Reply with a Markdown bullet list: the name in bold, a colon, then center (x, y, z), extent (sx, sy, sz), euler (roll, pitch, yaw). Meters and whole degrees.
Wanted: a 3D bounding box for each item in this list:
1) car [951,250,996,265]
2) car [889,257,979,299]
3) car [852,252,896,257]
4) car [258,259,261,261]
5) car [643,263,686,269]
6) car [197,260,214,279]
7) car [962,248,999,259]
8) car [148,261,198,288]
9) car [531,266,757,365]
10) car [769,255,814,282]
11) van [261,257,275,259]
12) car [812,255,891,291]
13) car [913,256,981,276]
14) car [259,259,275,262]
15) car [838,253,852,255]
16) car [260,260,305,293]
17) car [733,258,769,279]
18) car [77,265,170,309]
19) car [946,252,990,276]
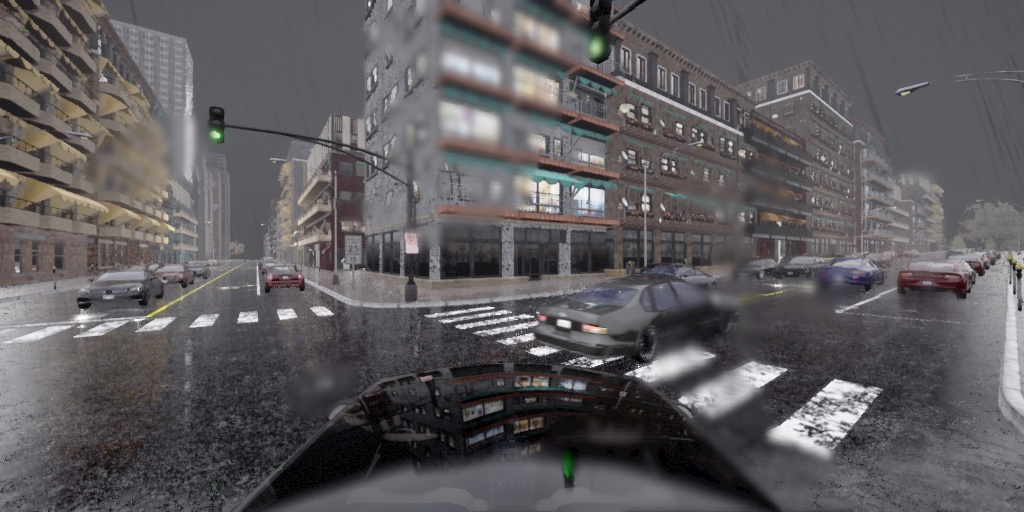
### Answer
- **car**: center (40.174, 0.412, 31.191), extent (4.403, 1.370, 2.007), euler (0, 0, -36)
- **car**: center (17.242, 0.864, 14.604), extent (4.507, 1.381, 1.888), euler (0, 0, -36)
- **car**: center (34.435, 0.430, 34.077), extent (5.008, 1.535, 1.882), euler (-1, 0, -36)
- **car**: center (-29.450, 1.343, 43.557), extent (1.802, 1.307, 4.207), euler (0, 0, -35)
- **car**: center (6.131, 1.059, 13.840), extent (4.181, 1.385, 1.994), euler (-1, 0, -36)
- **car**: center (-28.040, 1.322, 31.614), extent (1.994, 1.385, 4.181), euler (0, 0, -35)
- **car**: center (49.364, 0.120, 37.803), extent (4.097, 1.591, 1.967), euler (0, 0, -36)
- **car**: center (-22.264, 1.281, 23.488), extent (1.812, 1.442, 4.674), euler (0, 0, -35)
- **car**: center (2.937, 1.149, 7.718), extent (5.357, 1.411, 2.033), euler (-2, 1, -36)
- **car**: center (18.562, 0.725, 22.777), extent (5.008, 1.535, 1.882), euler (-1, 0, -36)
- **van**: center (-32.660, 1.105, 48.065), extent (1.690, 1.789, 3.998), euler (0, 0, -35)
- **car**: center (16.832, 0.831, 17.718), extent (4.674, 1.442, 1.812), euler (-1, 0, -36)
- **car**: center (21.796, 0.809, 17.967), extent (4.207, 1.307, 1.802), euler (0, 0, -36)
- **car**: center (-26.240, 1.341, 39.049), extent (1.802, 1.307, 4.207), euler (0, 0, -35)
- **car**: center (35.313, 0.460, 38.019), extent (4.313, 1.339, 1.948), euler (0, 0, -36)
- **car**: center (-13.400, 1.193, 21.015), extent (1.967, 1.591, 4.097), euler (0, 0, -35)
- **car**: center (16.933, 0.825, 24.799), extent (4.313, 1.339, 1.948), euler (0, 0, -36)
- **car**: center (-16.459, 1.279, 15.332), extent (1.812, 1.442, 4.674), euler (0, 0, -35)
- **car**: center (30.983, 0.590, 24.580), extent (4.507, 1.381, 1.888), euler (0, 0, -36)
